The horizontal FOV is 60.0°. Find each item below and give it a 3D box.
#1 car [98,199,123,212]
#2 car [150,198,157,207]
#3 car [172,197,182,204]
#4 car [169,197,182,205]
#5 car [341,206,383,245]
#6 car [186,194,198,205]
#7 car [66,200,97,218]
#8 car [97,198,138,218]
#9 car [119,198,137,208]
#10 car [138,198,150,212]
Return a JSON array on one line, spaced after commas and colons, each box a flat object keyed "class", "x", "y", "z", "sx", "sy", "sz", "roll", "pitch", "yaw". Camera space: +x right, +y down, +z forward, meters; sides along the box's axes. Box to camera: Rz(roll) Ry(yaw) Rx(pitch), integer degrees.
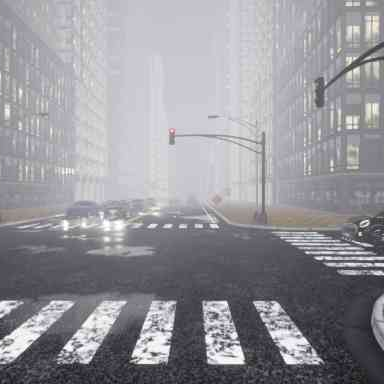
[{"class": "car", "x": -9.865, "y": 1.609, "z": 40.496, "sx": 1.994, "sy": 1.385, "sz": 4.181, "roll": 0, "pitch": 0, "yaw": -1}, {"class": "car", "x": -6.600, "y": 1.601, "z": 52.302, "sx": 1.812, "sy": 1.442, "sz": 4.674, "roll": 0, "pitch": 0, "yaw": 0}, {"class": "car", "x": -3.202, "y": 1.703, "z": 70.366, "sx": 1.994, "sy": 1.385, "sz": 4.181, "roll": 0, "pitch": 0, "yaw": 0}, {"class": "car", "x": -3.168, "y": 1.592, "z": 60.038, "sx": 2.128, "sy": 1.511, "sz": 4.902, "roll": 0, "pitch": 0, "yaw": 0}, {"class": "car", "x": 9.313, "y": 1.364, "z": 15.155, "sx": 4.553, "sy": 1.767, "sz": 2.097, "roll": 0, "pitch": 0, "yaw": -1}, {"class": "car", "x": -0.016, "y": 1.606, "z": 60.194, "sx": 1.837, "sy": 1.490, "sz": 4.892, "roll": 0, "pitch": 0, "yaw": 0}, {"class": "car", "x": -9.862, "y": 1.503, "z": 30.408, "sx": 1.882, "sy": 1.535, "sz": 5.008, "roll": 0, "pitch": 0, "yaw": 0}, {"class": "car", "x": -6.609, "y": 1.517, "z": 30.160, "sx": 2.128, "sy": 1.511, "sz": 4.902, "roll": 0, "pitch": 0, "yaw": 0}, {"class": "car", "x": -9.850, "y": 1.638, "z": 51.792, "sx": 1.994, "sy": 1.385, "sz": 4.181, "roll": 0, "pitch": 0, "yaw": 0}, {"class": "car", "x": -6.611, "y": 1.522, "z": 40.388, "sx": 1.882, "sy": 1.535, "sz": 5.008, "roll": 0, "pitch": 0, "yaw": 0}]
